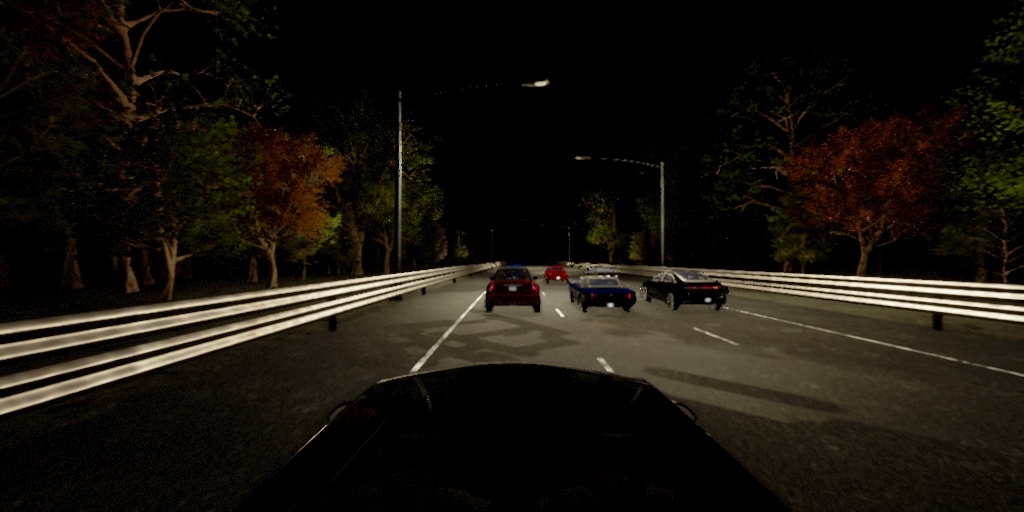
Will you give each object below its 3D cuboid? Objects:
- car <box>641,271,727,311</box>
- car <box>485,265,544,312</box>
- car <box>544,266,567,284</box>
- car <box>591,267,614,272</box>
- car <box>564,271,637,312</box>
[{"bbox_3d":[7.065,1.382,15.280,2.128,1.511,4.902,0,0,1],"label":"car"},{"bbox_3d":[0.065,1.240,15.240,2.097,1.767,4.553,0,-1,1],"label":"car"},{"bbox_3d":[3.723,1.569,30.654,1.812,1.442,4.674,0,0,1],"label":"car"},{"bbox_3d":[7.188,1.577,29.257,2.033,1.411,5.357,0,-1,1],"label":"car"},{"bbox_3d":[3.559,1.488,15.045,1.895,1.301,4.718,0,-1,1],"label":"car"}]
